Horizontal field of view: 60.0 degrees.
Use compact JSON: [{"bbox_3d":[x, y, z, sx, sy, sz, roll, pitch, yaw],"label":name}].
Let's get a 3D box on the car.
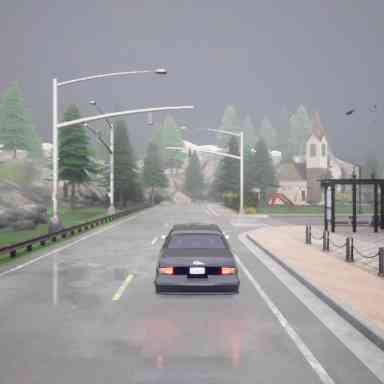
[{"bbox_3d":[0.098,1.547,8.849,2.033,1.411,5.357,0,0,0],"label":"car"}]
